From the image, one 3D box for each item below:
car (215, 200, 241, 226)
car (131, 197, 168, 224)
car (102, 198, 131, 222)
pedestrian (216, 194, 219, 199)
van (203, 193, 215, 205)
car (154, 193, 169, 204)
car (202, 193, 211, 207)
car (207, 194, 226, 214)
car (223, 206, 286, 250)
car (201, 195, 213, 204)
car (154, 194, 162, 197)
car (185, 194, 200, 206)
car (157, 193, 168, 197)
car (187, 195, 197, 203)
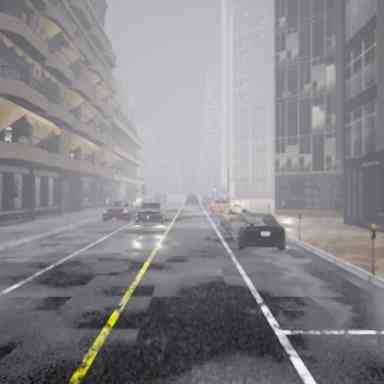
[{"bbox_3d":[2.577,1.424,19.416,1.752,1.417,4.829,0,0,0],"label":"car"},{"bbox_3d":[-2.841,1.383,23.713,1.837,1.490,4.892,0,0,0],"label":"car"},{"bbox_3d":[-5.301,1.313,24.776,1.967,1.590,4.097,0,0,0],"label":"car"},{"bbox_3d":[2.762,1.117,35.581,0.375,1.860,0.375,0,0,0],"label":"pedestrian"},{"bbox_3d":[2.589,1.095,52.459,1.690,1.788,3.998,0,0,0],"label":"van"},{"bbox_3d":[-5.290,1.049,57.992,2.192,1.841,5.009,0,0,0],"label":"car"},{"bbox_3d":[2.586,1.300,47.096,1.752,1.417,4.829,0,0,0],"label":"car"},{"bbox_3d":[2.760,1.293,32.582,1.801,1.575,5.366,0,0,0],"label":"car"},{"bbox_3d":[2.575,1.492,13.710,1.947,1.339,4.313,0,0,0],"label":"car"},{"bbox_3d":[2.589,1.259,58.166,1.752,1.417,4.829,0,0,0],"label":"car"},{"bbox_3d":[-5.296,1.349,41.386,2.008,1.369,4.403,0,0,0],"label":"car"},{"bbox_3d":[0.045,1.115,49.783,2.097,1.767,4.553,0,0,0],"label":"car"},{"bbox_3d":[-5.292,1.194,52.456,1.967,1.590,4.097,0,0,0],"label":"car"},{"bbox_3d":[0.021,1.242,63.729,1.812,1.442,4.674,0,0,0],"label":"car"}]
